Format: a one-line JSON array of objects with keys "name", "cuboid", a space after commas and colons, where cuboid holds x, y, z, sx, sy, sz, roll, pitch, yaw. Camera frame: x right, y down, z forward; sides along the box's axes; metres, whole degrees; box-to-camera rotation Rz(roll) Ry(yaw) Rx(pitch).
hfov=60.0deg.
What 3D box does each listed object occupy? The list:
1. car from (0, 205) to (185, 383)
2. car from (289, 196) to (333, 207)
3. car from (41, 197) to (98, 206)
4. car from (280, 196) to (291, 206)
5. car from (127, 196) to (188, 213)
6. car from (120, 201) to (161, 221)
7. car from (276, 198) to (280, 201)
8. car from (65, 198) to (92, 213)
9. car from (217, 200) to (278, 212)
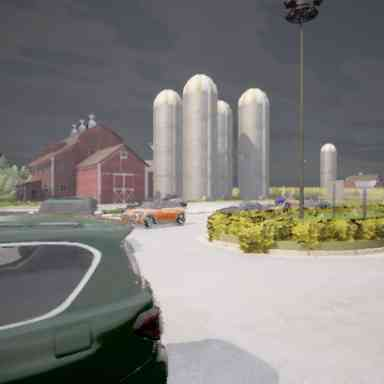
[{"name": "car", "cuboid": [-2.796, 1.224, 1.993, 5.566, 2.045, 2.150, 0, 0, -36]}, {"name": "car", "cuboid": [12.722, 1.487, 34.377, 4.902, 1.511, 2.128, 0, 0, -36]}, {"name": "car", "cuboid": [-4.545, 1.222, 12.347, 2.150, 2.045, 5.566, 0, 0, -11]}, {"name": "car", "cuboid": [13.698, 1.307, 41.313, 1.932, 1.855, 4.605, 0, 0, -36]}, {"name": "car", "cuboid": [-2.497, 1.352, 21.901, 2.097, 1.767, 4.553, 0, 0, 38]}, {"name": "car", "cuboid": [-4.386, 1.520, 27.959, 1.784, 1.438, 3.905, 0, 0, -36]}, {"name": "car", "cuboid": [17.252, 1.476, 60.273, 2.242, 1.667, 4.611, 0, 0, -36]}, {"name": "car", "cuboid": [-12.911, 1.506, 37.668, 1.816, 1.474, 4.193, 0, 0, -36]}, {"name": "car", "cuboid": [4.584, 1.546, 28.522, 5.357, 1.411, 2.033, 0, 0, -36]}]
